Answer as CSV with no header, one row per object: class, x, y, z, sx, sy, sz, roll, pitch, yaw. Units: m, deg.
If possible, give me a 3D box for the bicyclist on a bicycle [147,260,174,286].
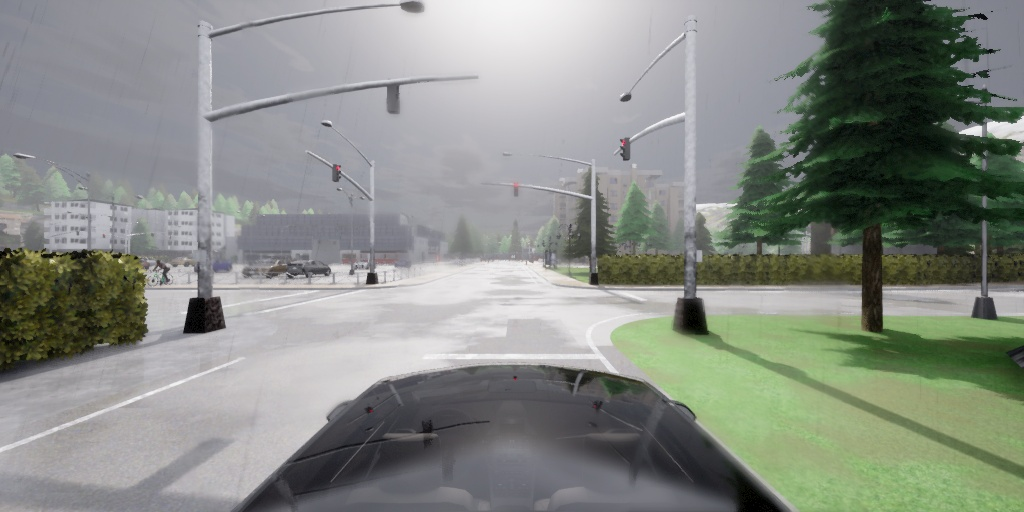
bicyclist on a bicycle,-21.761,1.051,22.213,0.582,1.620,1.656,0,0,1
